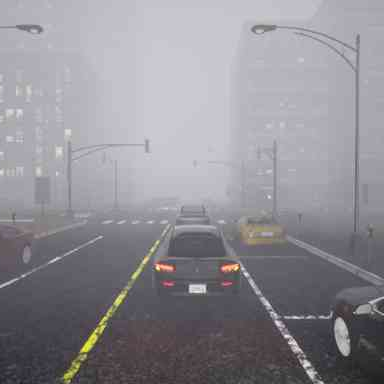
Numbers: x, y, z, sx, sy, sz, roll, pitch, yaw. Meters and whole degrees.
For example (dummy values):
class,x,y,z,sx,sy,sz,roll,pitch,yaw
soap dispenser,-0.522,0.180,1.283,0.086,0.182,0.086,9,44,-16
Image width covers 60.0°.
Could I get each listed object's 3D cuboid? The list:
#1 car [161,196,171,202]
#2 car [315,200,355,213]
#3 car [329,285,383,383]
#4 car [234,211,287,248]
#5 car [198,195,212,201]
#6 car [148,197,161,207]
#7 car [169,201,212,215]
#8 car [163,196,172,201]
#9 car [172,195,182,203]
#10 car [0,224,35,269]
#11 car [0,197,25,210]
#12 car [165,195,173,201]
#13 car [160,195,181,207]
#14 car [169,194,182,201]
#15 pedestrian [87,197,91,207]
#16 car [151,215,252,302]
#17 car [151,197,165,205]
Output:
class,x,y,z,sx,sy,sz,roll,pitch,yaw
car,-5.854,1.531,74.946,1.887,1.381,4.507,-1,0,0
car,16.238,1.623,37.552,4.403,1.369,2.008,0,0,1
car,2.802,1.550,3.102,2.008,1.369,4.403,-1,0,0
car,2.778,1.521,14.561,1.752,1.417,4.829,-1,0,0
car,2.560,1.539,58.000,2.008,1.369,4.403,-1,0,0
car,-5.808,1.514,52.159,1.752,1.417,4.829,-1,0,0
car,0.053,1.487,18.183,2.128,1.511,4.902,0,0,0
car,-5.865,1.568,80.601,1.802,1.307,4.206,-1,0,0
car,-3.142,1.487,70.545,1.837,1.490,4.892,0,0,0
car,-5.849,1.542,8.787,1.887,1.381,4.507,-1,0,0
car,-21.738,1.275,37.972,4.829,1.417,1.752,0,0,1
car,-5.877,1.530,86.256,1.887,1.381,4.507,-1,0,0
car,-3.194,1.536,50.397,2.033,1.411,5.357,0,0,0
car,-3.194,1.479,60.348,2.128,1.511,4.902,0,0,0
pedestrian,-12.631,1.200,40.837,0.375,1.300,0.375,0,0,1
car,0.083,1.523,8.109,1.812,1.442,4.674,0,0,0
car,-5.819,1.554,57.983,1.947,1.339,4.313,-1,0,0
